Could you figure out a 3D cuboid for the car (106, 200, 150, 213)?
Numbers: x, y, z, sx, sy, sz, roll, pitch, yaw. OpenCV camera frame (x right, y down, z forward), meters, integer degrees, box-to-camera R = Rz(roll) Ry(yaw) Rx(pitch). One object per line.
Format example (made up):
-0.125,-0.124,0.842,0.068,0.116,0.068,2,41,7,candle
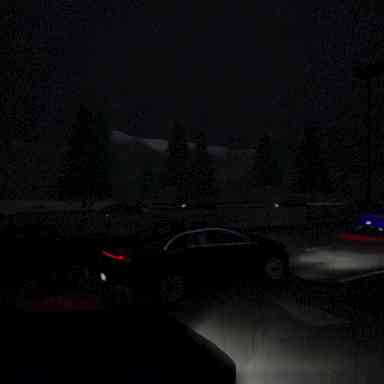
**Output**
-6.312,1.492,32.899,4.181,1.385,1.994,0,0,-30,car

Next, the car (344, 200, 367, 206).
16.669,1.515,32.673,4.181,1.385,1.994,0,0,-23,car

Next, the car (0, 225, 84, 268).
-4.075,1.578,9.321,4.718,1.301,1.895,0,0,-34,car

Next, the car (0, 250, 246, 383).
-2.133,1.540,2.179,5.357,1.411,2.033,0,0,-35,car

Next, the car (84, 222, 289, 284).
0.247,1.475,7.970,4.902,1.511,2.128,0,0,-33,car

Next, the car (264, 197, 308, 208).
9.350,1.295,33.225,4.553,1.767,2.097,0,0,-25,car

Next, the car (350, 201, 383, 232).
11.391,1.452,18.449,5.008,1.535,1.882,0,0,-27,car

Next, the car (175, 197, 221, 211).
0.562,1.287,32.730,4.553,1.767,2.097,0,0,-28,car
